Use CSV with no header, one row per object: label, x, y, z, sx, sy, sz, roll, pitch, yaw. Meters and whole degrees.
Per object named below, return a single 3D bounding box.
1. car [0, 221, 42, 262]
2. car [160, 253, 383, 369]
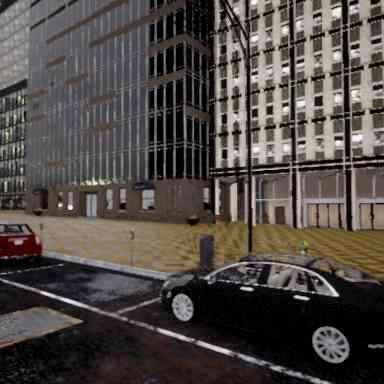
car,-7.528,1.789,12.642,4.097,1.590,1.967,-1,-3,37
car,1.375,1.772,5.946,4.403,1.369,2.008,-1,-3,37
